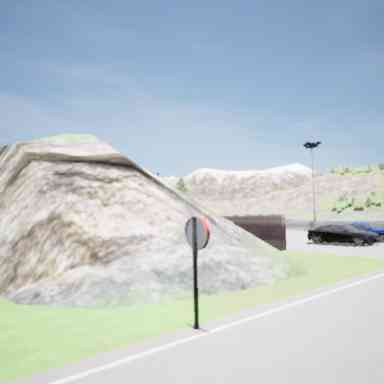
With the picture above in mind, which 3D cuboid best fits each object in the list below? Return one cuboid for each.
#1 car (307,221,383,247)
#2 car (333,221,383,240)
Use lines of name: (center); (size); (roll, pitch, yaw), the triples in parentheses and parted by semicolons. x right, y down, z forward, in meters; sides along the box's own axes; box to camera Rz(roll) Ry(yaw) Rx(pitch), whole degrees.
car: (11.013, 3.112, 24.475); (1.882, 1.535, 5.008); (2, -5, -40)
car: (15.556, 3.416, 29.955); (1.837, 1.490, 4.892); (2, -5, -40)
